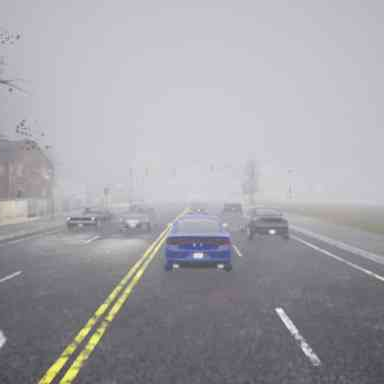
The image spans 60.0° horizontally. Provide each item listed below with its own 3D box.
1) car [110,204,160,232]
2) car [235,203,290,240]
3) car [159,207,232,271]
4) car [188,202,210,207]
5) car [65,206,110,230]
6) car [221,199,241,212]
[{"bbox_3d":[-3.092,1.487,20.062,2.128,1.511,4.902,0,0,1],"label":"car"},{"bbox_3d":[3.547,1.498,16.896,1.837,1.490,4.892,0,0,1],"label":"car"},{"bbox_3d":[0.196,1.473,10.981,1.882,1.535,5.008,0,0,1],"label":"car"},{"bbox_3d":[0.614,1.541,29.082,2.033,1.411,5.357,0,0,2],"label":"car"},{"bbox_3d":[-6.320,1.595,21.188,1.895,1.301,4.718,0,0,1],"label":"car"},{"bbox_3d":[4.068,1.472,34.451,1.882,1.535,5.008,0,0,2],"label":"car"}]
